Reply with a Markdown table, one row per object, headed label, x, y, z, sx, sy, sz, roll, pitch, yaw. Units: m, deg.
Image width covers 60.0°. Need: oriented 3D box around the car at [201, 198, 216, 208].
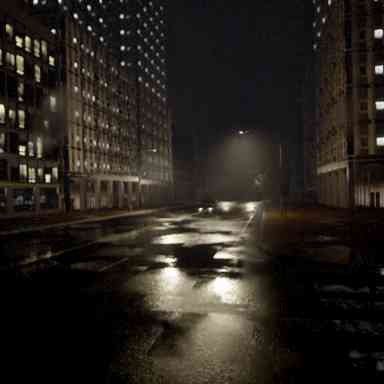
| label | x | y | z | sx | sy | sz | roll | pitch | yaw |
| --- | --- | --- | --- | --- | --- | --- | --- | --- | --- |
| car | 2.683 | 1.748 | 54.583 | 1.882 | 1.535 | 5.008 | -1 | 0 | 13 |
